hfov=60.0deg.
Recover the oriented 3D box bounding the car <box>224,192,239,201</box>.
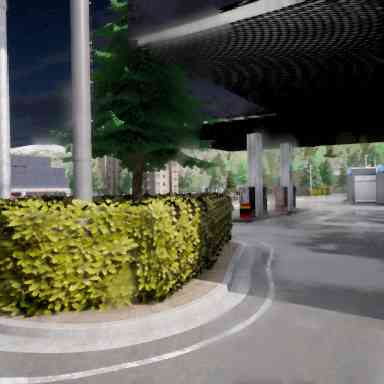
[{"bbox_3d":[7.439,0.851,63.912,5.027,1.636,2.152,-1,1,35],"label":"car"}]

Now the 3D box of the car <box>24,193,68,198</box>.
[{"bbox_3d":[-14.770,1.183,33.590,3.866,1.878,1.905,-1,1,35],"label":"car"}]

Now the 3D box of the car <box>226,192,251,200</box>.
[{"bbox_3d":[9.212,0.812,66.501,4.514,1.523,2.007,-1,1,35],"label":"car"}]

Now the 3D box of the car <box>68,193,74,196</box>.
[{"bbox_3d":[-24.237,1.124,63.879,3.866,1.878,1.905,-1,1,35],"label":"car"}]

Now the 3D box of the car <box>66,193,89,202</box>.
[{"bbox_3d":[-22.891,1.103,66.488,4.605,1.855,1.932,-1,1,35],"label":"car"}]
